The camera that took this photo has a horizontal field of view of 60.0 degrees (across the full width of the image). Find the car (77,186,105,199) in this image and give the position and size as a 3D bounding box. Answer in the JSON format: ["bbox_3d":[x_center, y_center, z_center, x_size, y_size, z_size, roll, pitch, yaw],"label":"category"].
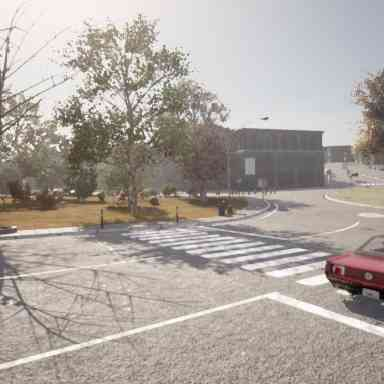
[{"bbox_3d":[-19.216,0.053,63.657,2.435,2.045,5.566,-2,2,17],"label":"car"}]

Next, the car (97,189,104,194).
[{"bbox_3d":[-14.468,0.124,60.034,2.185,1.767,4.553,-2,2,16],"label":"car"}]

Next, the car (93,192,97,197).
[{"bbox_3d":[-16.879,0.286,61.662,1.946,1.575,5.366,-1,2,17],"label":"car"}]

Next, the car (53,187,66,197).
[{"bbox_3d":[-26.308,0.061,69.023,2.435,2.045,5.566,0,2,18],"label":"car"}]

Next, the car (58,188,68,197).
[{"bbox_3d":[-23.947,0.351,67.215,2.163,1.488,4.792,-1,2,17],"label":"car"}]

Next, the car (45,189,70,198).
[{"bbox_3d":[-28.653,0.294,70.883,2.231,1.521,4.892,-1,2,18],"label":"car"}]

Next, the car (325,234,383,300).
[{"bbox_3d":[5.118,1.572,7.360,4.718,1.301,1.895,0,0,-34],"label":"car"}]

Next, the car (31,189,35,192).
[{"bbox_3d":[-37.946,0.151,78.285,2.097,1.535,5.008,0,3,19],"label":"car"}]
